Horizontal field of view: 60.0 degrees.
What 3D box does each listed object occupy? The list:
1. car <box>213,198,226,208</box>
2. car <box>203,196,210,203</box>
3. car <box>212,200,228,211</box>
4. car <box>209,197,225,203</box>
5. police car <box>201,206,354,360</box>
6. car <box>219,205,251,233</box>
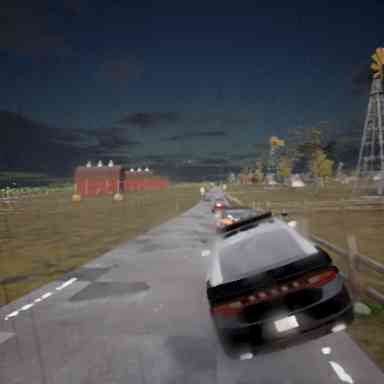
[{"bbox_3d":[4.772,1.828,57.708,2.128,1.511,4.902,-1,0,5],"label":"car"},{"bbox_3d":[3.543,1.732,76.877,2.033,1.411,5.357,-1,1,5],"label":"car"},{"bbox_3d":[2.207,1.472,16.305,2.097,1.767,4.553,-2,-1,5],"label":"car"},{"bbox_3d":[3.724,1.712,44.425,2.097,1.767,4.553,-1,0,5],"label":"car"},{"bbox_3d":[1.234,1.260,6.472,1.930,1.638,5.238,-20,0,5],"label":"police car"},{"bbox_3d":[2.767,1.698,22.318,1.837,1.490,4.892,-1,-1,5],"label":"car"}]
